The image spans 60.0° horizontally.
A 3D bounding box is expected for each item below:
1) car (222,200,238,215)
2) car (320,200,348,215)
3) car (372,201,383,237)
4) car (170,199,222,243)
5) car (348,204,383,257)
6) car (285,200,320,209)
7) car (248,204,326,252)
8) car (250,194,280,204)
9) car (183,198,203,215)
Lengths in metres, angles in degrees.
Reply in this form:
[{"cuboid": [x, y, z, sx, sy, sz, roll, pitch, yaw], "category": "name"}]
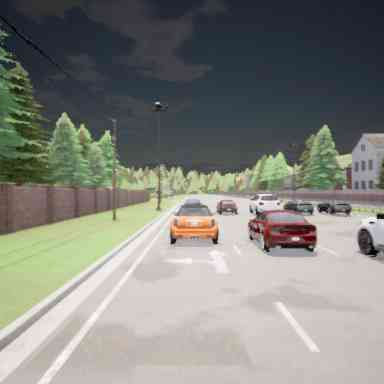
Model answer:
[{"cuboid": [3.600, 1.534, 34.556, 1.812, 1.442, 4.674, 0, 0, 0], "category": "car"}, {"cuboid": [14.101, 1.500, 33.321, 2.128, 1.511, 4.902, 0, 0, 0], "category": "car"}, {"cuboid": [10.600, 1.356, 15.341, 2.097, 1.767, 4.553, 0, 0, 0], "category": "car"}, {"cuboid": [0.101, 1.356, 16.112, 2.097, 1.767, 4.553, 0, 0, 0], "category": "car"}, {"cuboid": [7.100, 1.224, 9.861, 2.150, 2.045, 5.566, 0, 0, 0], "category": "car"}, {"cuboid": [10.599, 1.500, 33.326, 2.128, 1.511, 4.902, 0, 0, 0], "category": "car"}, {"cuboid": [3.600, 1.481, 14.027, 1.882, 1.535, 5.008, 0, 0, 0], "category": "car"}, {"cuboid": [7.101, 1.229, 32.810, 2.150, 2.045, 5.566, 0, 0, 0], "category": "car"}, {"cuboid": [0.100, 1.486, 35.031, 1.882, 1.535, 5.008, 0, 0, 0], "category": "car"}]
